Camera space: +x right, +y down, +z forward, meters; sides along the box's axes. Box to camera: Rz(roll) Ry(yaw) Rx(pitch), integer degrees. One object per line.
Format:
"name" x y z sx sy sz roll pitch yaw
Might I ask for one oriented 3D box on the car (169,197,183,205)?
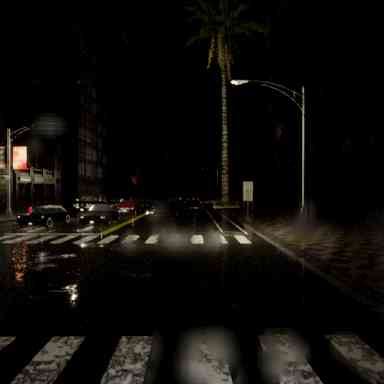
"car" -2.926 1.610 57.724 1.994 1.385 4.181 0 0 1

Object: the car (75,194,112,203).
"car" -9.715 1.231 32.133 2.150 2.045 5.566 0 0 0

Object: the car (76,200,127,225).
"car" -6.500 1.553 24.179 2.033 1.411 5.357 0 0 0

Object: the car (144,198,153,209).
"car" -6.405 1.527 44.566 1.837 1.490 4.892 0 0 0

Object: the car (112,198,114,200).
"car" -9.668 1.510 42.154 2.128 1.511 4.902 0 0 1

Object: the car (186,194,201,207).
"car" 0.217 1.258 53.431 2.150 2.045 5.566 0 0 0

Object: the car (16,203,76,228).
"car" -9.771 1.605 22.376 1.895 1.301 4.718 0 0 1

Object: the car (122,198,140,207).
"car" -9.590 1.635 52.283 1.895 1.301 4.718 0 0 1

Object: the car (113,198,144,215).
"car" -6.453 1.536 34.136 1.812 1.442 4.674 0 0 0

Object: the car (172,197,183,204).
"car" -2.886 1.632 67.682 1.994 1.385 4.181 0 0 0
